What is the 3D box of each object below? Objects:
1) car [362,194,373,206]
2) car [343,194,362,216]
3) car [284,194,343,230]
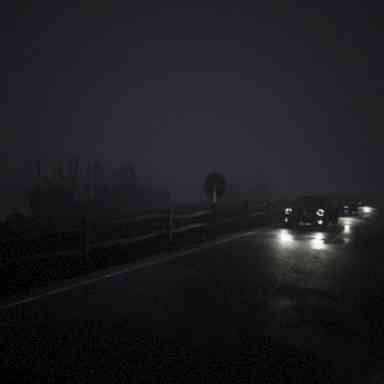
[{"bbox_3d":[19.816,0.869,38.688,1.895,1.301,4.718,2,2,33],"label":"car"},{"bbox_3d":[12.063,0.946,26.688,1.882,1.535,5.008,2,2,33],"label":"car"},{"bbox_3d":[6.636,0.961,18.264,2.097,1.767,4.553,2,2,33],"label":"car"}]
